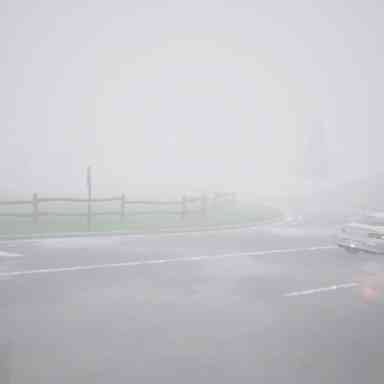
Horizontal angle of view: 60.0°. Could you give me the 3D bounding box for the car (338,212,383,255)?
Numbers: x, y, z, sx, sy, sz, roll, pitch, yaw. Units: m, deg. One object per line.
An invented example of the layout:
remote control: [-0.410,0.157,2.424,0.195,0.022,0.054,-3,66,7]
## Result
car: [6.941,1.406,11.094,4.674,1.442,1.812,1,2,-27]
